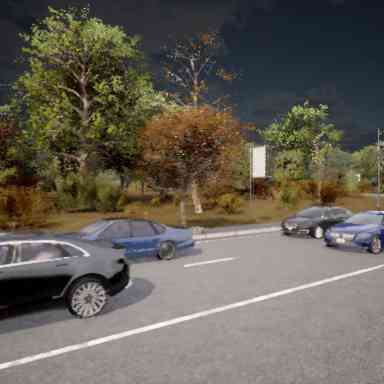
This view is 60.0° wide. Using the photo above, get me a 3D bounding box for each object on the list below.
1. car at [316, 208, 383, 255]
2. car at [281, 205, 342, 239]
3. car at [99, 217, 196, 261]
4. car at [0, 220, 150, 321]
[{"bbox_3d":[7.326,1.516,13.489,4.674,1.442,1.812,0,0,-35],"label":"car"},{"bbox_3d":[6.673,1.484,17.313,4.892,1.490,1.837,0,0,-35],"label":"car"},{"bbox_3d":[-2.421,1.554,10.860,5.357,1.411,2.033,0,0,-36],"label":"car"},{"bbox_3d":[-3.477,1.490,5.815,4.902,1.511,2.128,0,0,-35],"label":"car"}]
